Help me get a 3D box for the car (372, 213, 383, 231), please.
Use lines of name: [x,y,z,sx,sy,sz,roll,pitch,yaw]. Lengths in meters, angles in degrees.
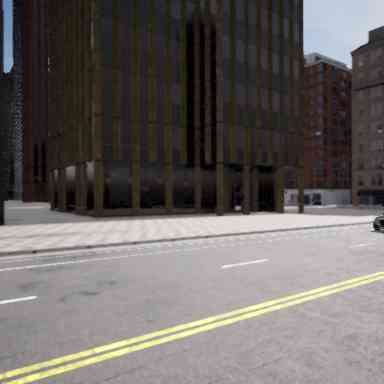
car: [13.300,1.789,21.126,4.181,1.385,1.994,1,0,-35]
